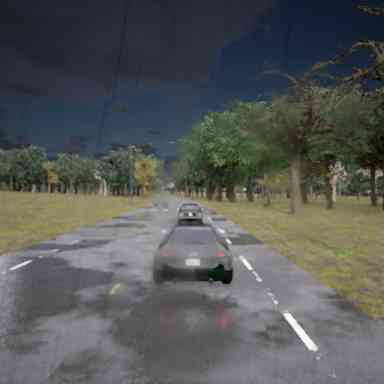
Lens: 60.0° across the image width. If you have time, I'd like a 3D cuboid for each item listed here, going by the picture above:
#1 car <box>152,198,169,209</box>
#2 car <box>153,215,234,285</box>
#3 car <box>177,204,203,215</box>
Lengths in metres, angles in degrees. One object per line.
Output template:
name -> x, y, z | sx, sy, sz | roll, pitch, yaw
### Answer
car -> -4.307, 1.583, 45.840 | 1.837, 1.490, 4.892 | 0, 0, -2
car -> 0.029, 1.575, 9.580 | 1.994, 1.385, 4.181 | 0, 0, 0
car -> -0.140, 1.582, 24.912 | 2.033, 1.411, 5.357 | 0, 0, -1
